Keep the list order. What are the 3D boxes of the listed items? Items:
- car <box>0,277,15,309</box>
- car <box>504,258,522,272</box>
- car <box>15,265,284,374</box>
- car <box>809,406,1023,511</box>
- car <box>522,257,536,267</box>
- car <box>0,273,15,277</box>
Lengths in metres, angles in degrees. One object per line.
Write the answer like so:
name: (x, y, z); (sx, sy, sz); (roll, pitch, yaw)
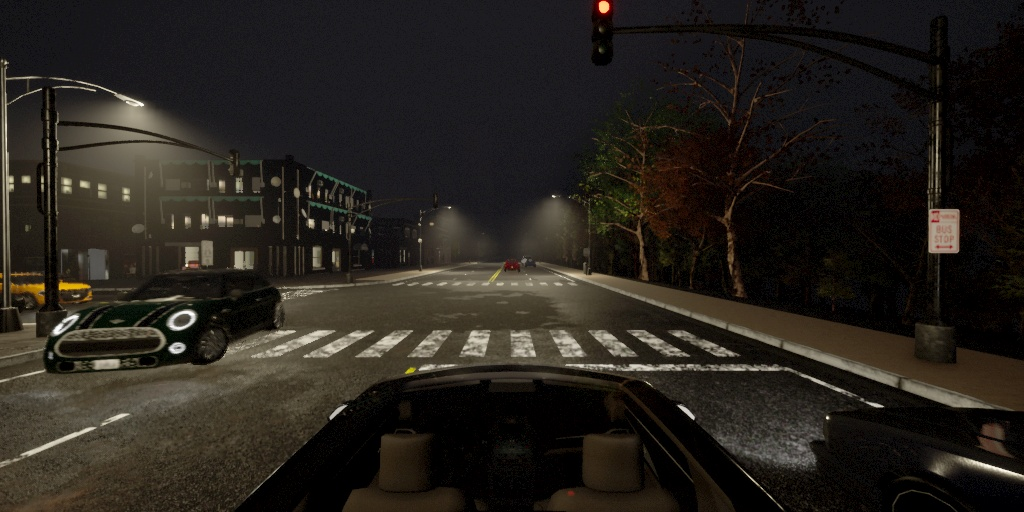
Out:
car: (-19.969, 1.565, 12.526); (4.313, 1.339, 1.948); (0, 0, 0)
car: (0.011, 1.212, 46.363); (1.882, 1.535, 5.008); (0, 0, 0)
car: (-6.852, 1.102, 7.779); (2.097, 1.767, 4.553); (0, 0, -14)
car: (3.353, 1.298, 0.412); (2.033, 1.411, 5.357); (0, 0, 0)
car: (3.229, 1.274, 63.193); (2.033, 1.411, 5.357); (0, 0, 0)
car: (-21.006, 1.461, 15.230); (5.008, 1.535, 1.882); (-1, 1, 0)
